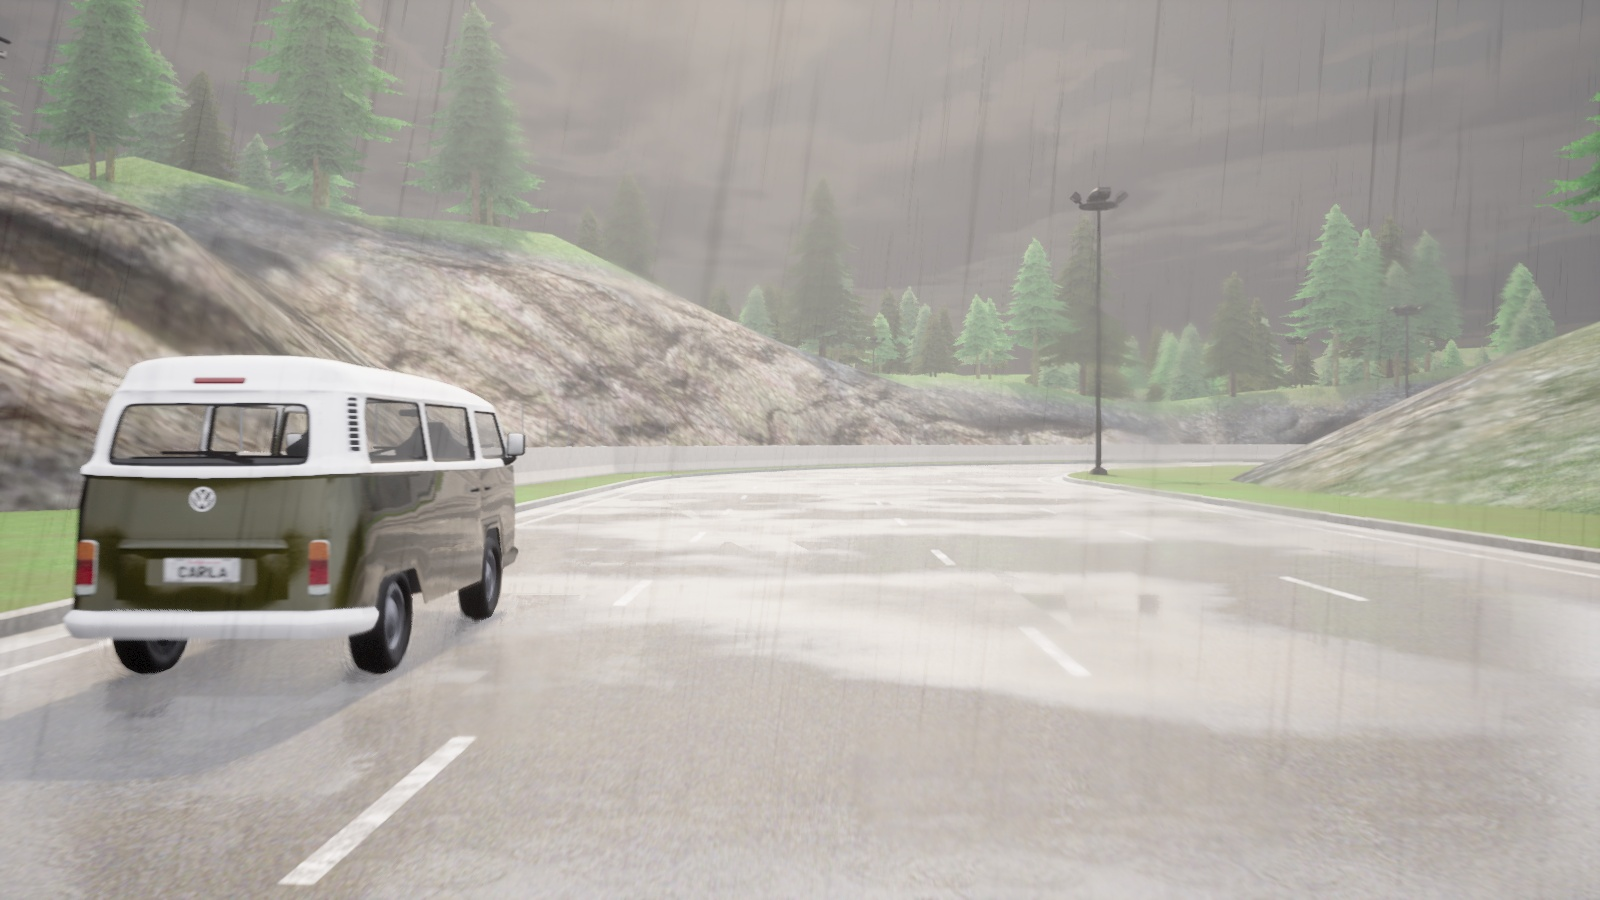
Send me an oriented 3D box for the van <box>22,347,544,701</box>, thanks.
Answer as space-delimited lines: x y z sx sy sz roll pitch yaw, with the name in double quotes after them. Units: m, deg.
-3.431 0.414 9.464 2.069 2.038 4.480 0 0 0 "van"
